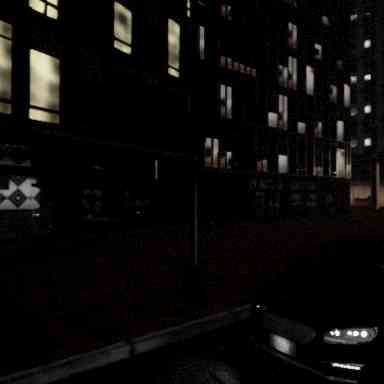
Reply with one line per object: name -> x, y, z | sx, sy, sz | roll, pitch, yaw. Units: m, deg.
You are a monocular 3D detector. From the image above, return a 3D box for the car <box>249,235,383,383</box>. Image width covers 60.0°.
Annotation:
car -> 3.005, 1.512, 5.354 | 4.902, 1.511, 2.128 | 0, 0, -37
